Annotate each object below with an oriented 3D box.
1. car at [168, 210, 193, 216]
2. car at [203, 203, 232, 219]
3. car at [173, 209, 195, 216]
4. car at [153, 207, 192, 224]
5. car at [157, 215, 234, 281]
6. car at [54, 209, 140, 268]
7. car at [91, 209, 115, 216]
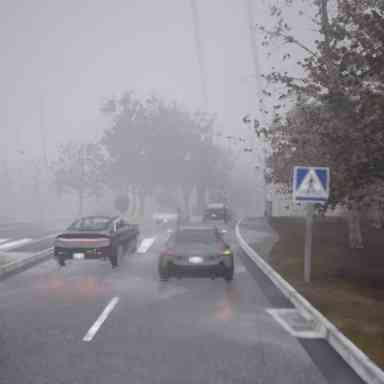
[{"bbox_3d":[-2.655,4.763,76.456,5.357,1.411,2.033,-1,-4,10],"label":"car"},{"bbox_3d":[2.124,1.621,27.055,1.882,1.535,5.008,-1,-1,12],"label":"car"},{"bbox_3d":[-1.957,4.959,79.627,4.902,1.511,2.128,-1,-4,10],"label":"car"},{"bbox_3d":[-1.449,1.773,25.850,1.895,1.301,4.718,-1,-1,11],"label":"car"},{"bbox_3d":[0.147,1.628,10.110,1.994,1.385,4.181,0,0,1],"label":"car"},{"bbox_3d":[-3.065,1.565,11.609,2.128,1.511,4.902,0,0,1],"label":"car"},{"bbox_3d":[-20.211,4.660,75.831,5.008,1.535,1.882,3,-5,-36],"label":"car"}]
